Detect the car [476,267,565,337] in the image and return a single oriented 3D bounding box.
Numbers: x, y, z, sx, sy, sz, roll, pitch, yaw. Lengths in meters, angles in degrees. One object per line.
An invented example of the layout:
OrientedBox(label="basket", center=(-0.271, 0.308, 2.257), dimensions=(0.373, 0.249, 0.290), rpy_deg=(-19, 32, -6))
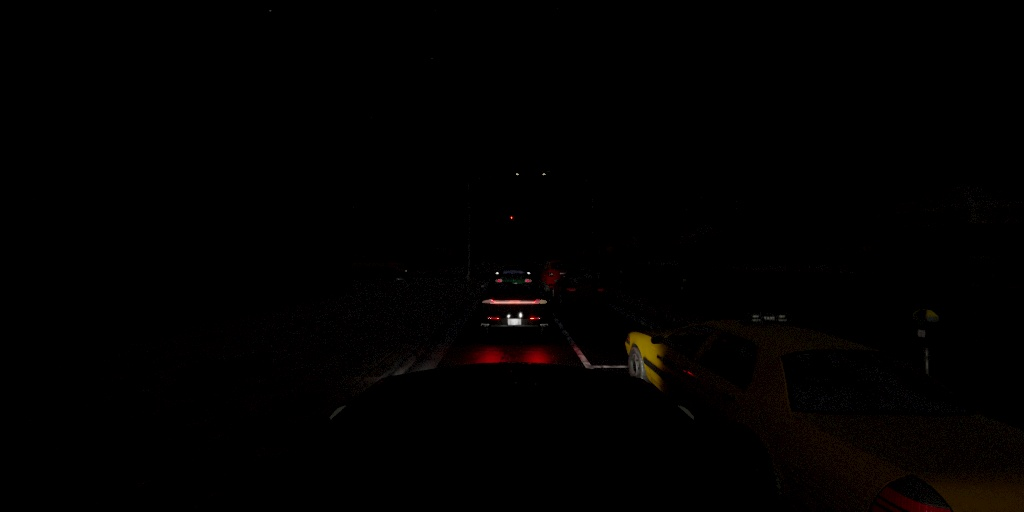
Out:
OrientedBox(label="car", center=(0.080, 1.245, 10.352), dimensions=(2.128, 1.511, 4.902), rpy_deg=(0, 0, 1))

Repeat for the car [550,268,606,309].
OrientedBox(label="car", center=(2.662, 1.338, 14.728), dimensions=(1.802, 1.307, 4.207), rpy_deg=(0, 0, 0))

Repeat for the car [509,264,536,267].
OrientedBox(label="car", center=(0.060, 1.325, 19.297), dimensions=(1.994, 1.385, 4.181), rpy_deg=(0, 0, -1))

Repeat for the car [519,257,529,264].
OrientedBox(label="car", center=(2.748, 1.403, 62.918), dimensions=(1.888, 1.381, 4.507), rpy_deg=(0, 0, 0))

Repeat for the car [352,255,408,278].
OrientedBox(label="car", center=(-12.158, 0.963, 31.777), dimensions=(5.566, 2.045, 2.150), rpy_deg=(0, -1, 0))

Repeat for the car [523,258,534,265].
OrientedBox(label="car", center=(2.719, 1.356, 46.607), dimensions=(1.888, 1.381, 4.507), rpy_deg=(0, 0, 0))

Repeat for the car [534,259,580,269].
OrientedBox(label="car", center=(2.671, 1.076, 20.177), dimensions=(2.192, 1.841, 5.009), rpy_deg=(0, 0, 0))

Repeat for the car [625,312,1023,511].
OrientedBox(label="car", center=(2.643, 1.276, 4.000), dimensions=(1.751, 1.417, 4.829), rpy_deg=(0, 0, 0))
